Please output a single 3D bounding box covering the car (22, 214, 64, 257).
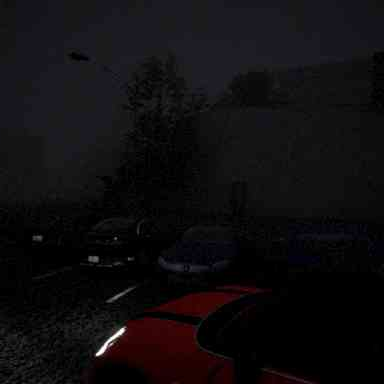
[{"bbox_3d":[-4.147,1.548,12.711,2.163,1.488,4.792,0,-1,18],"label":"car"}]

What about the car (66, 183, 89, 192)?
[{"bbox_3d":[-24.396,-0.915,69.587,4.674,1.452,2.002,2,5,35],"label":"car"}]

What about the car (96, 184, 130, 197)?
[{"bbox_3d":[-13.464,0.037,56.542,5.008,1.535,2.097,4,7,37],"label":"car"}]

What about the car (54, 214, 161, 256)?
[{"bbox_3d":[-1.812,1.507,10.881,2.231,1.521,4.892,0,-1,18],"label":"car"}]

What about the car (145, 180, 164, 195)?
[{"bbox_3d":[-8.440,-0.556,59.745,5.566,2.045,2.435,4,7,37],"label":"car"}]

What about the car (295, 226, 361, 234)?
[{"bbox_3d":[2.934,1.487,7.363,2.097,1.535,5.008,0,-1,17],"label":"car"}]

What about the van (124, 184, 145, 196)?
[{"bbox_3d":[-10.844,-0.353,58.056,4.442,1.987,1.878,4,7,37],"label":"van"}]

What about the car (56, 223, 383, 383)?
[{"bbox_3d":[1.258,1.356,2.536,4.553,1.767,2.097,0,0,36],"label":"car"}]

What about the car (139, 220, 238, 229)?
[{"bbox_3d":[0.562,1.536,9.116,2.002,1.452,4.674,0,-1,17],"label":"car"}]

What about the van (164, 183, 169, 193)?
[{"bbox_3d":[-5.984,-0.707,61.409,4.442,1.987,1.878,4,7,37],"label":"van"}]

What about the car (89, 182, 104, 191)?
[{"bbox_3d":[-21.943,-1.099,71.238,4.792,1.488,2.163,2,5,35],"label":"car"}]
